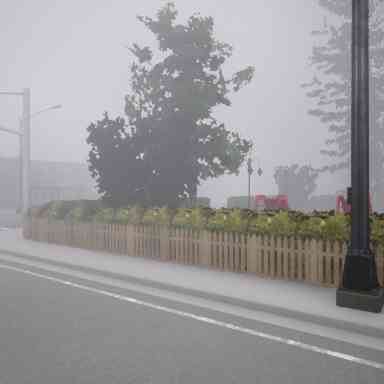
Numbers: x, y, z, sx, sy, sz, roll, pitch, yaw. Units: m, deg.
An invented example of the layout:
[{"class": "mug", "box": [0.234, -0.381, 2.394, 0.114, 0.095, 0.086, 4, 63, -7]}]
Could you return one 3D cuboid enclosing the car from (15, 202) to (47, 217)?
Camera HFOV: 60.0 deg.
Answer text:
[{"class": "car", "box": [-13.677, 1.601, 30.844, 1.895, 1.301, 4.718, 0, 0, 35]}]
